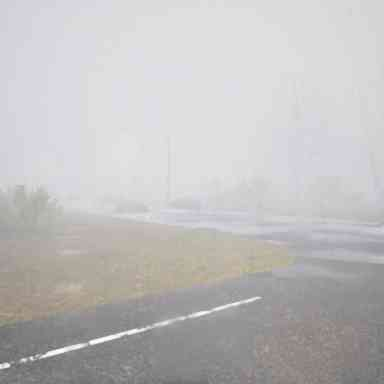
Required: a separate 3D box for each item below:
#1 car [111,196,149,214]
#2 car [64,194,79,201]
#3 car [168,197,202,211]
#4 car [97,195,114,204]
[{"bbox_3d":[-6.009,1.431,33.168,1.994,1.385,4.181,0,0,-37],"label":"car"},{"bbox_3d":[-25.410,1.105,70.197,1.882,1.535,5.008,0,0,-37],"label":"car"},{"bbox_3d":[-0.856,1.361,37.954,1.837,1.490,4.892,0,0,-37],"label":"car"},{"bbox_3d":[-14.084,1.215,55.324,1.882,1.535,5.008,0,0,-37],"label":"car"}]
